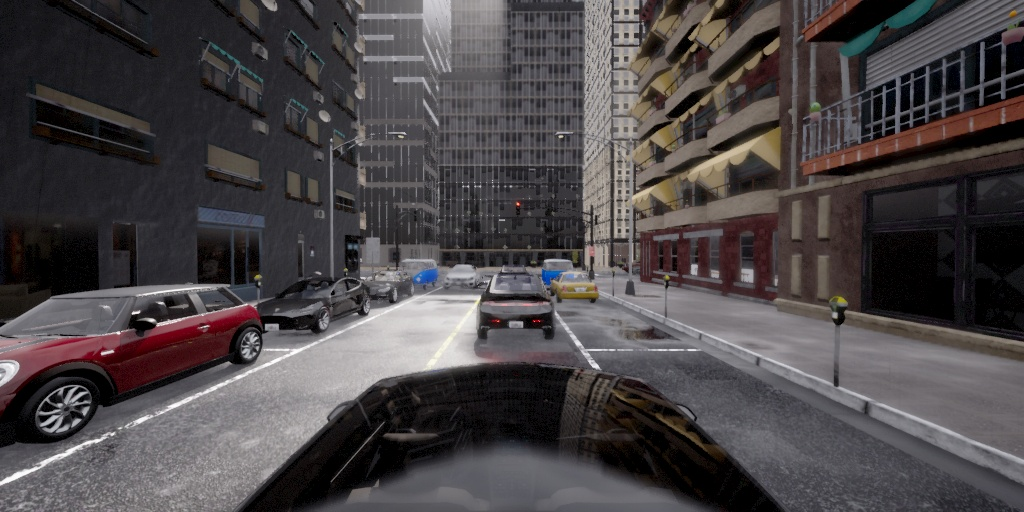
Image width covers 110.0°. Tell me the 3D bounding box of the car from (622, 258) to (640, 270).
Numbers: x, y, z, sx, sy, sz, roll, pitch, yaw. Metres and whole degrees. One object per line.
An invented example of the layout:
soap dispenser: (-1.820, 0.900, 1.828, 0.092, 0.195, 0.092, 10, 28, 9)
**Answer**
car: (15.293, 1.087, 41.154, 5.009, 1.841, 2.192, 0, 0, 0)

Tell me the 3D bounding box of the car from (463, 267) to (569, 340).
car: (0.095, 1.240, 10.010, 2.128, 1.511, 4.902, 0, 0, 0)

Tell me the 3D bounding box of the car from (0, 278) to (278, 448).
car: (-5.688, 1.189, 5.071, 1.967, 1.591, 4.097, 0, 0, 0)

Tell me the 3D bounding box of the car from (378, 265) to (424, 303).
car: (-5.671, 1.297, 16.275, 2.007, 1.370, 4.403, 0, 0, 0)

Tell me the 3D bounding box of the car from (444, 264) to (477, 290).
car: (-3.012, 1.270, 22.596, 1.812, 1.442, 4.674, 0, 0, 0)

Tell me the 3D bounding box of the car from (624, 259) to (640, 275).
car: (14.730, 1.370, 38.558, 4.181, 1.385, 1.994, 0, 1, 0)

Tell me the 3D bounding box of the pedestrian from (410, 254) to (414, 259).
pedestrian: (-12.329, 0.635, 44.289, 0.375, 1.860, 0.375, 0, 1, 0)

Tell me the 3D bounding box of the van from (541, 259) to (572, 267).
van: (2.719, 1.087, 21.835, 1.690, 1.789, 3.998, 0, 0, 0)

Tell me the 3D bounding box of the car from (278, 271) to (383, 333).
car: (-5.679, 1.314, 10.672, 1.948, 1.339, 4.313, 0, 0, 0)

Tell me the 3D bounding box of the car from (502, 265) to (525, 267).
car: (0.093, 1.237, 20.312, 2.128, 1.511, 4.902, 0, 0, 0)

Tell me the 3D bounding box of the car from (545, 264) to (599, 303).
car: (2.710, 1.272, 16.403, 1.751, 1.417, 4.829, 0, 0, 0)

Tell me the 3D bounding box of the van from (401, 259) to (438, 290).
van: (-5.662, 1.087, 21.877, 1.690, 1.789, 3.998, 0, 0, 0)

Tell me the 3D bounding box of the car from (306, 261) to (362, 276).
car: (-17.602, 1.213, 35.600, 4.674, 1.442, 1.812, 0, 1, 0)
